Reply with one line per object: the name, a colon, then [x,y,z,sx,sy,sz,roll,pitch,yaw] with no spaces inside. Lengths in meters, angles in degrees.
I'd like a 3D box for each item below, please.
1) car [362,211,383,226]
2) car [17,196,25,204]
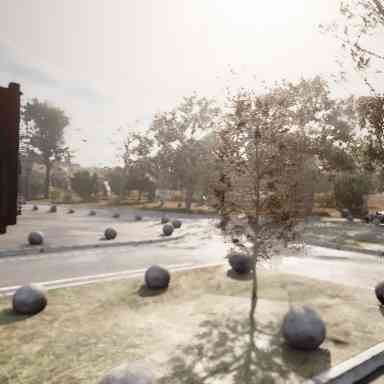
car: [16.634,2.048,27.066,4.902,1.511,2.128,1,-1,27]
car: [-27.933,1.207,51.979,4.181,1.385,1.994,2,0,35]
